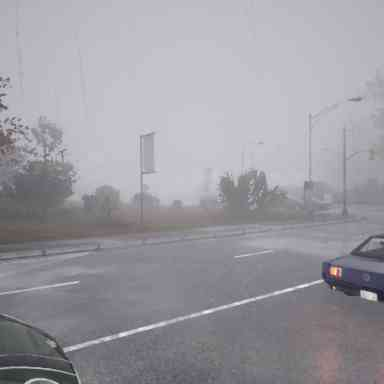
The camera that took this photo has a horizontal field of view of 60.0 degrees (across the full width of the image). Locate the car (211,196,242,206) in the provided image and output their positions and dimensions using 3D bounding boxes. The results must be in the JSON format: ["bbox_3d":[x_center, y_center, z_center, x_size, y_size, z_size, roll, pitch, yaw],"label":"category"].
[{"bbox_3d":[5.070,1.362,49.826,1.895,1.301,4.718,-1,0,-39],"label":"car"}]

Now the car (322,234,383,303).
[{"bbox_3d":[5.010,1.573,7.305,4.718,1.301,1.895,0,0,-35],"label":"car"}]

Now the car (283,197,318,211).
[{"bbox_3d":[10.962,1.291,36.856,1.837,1.490,4.892,-1,0,-39],"label":"car"}]

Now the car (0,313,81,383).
[{"bbox_3d":[-2.873,1.352,1.673,4.553,1.767,2.097,0,0,-36],"label":"car"}]

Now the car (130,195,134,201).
[{"bbox_3d":[-10.139,1.295,63.401,2.128,1.511,4.902,-1,0,-38],"label":"car"}]

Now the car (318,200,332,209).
[{"bbox_3d":[13.595,1.303,39.167,2.033,1.411,5.357,-1,0,-39],"label":"car"}]

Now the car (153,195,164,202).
[{"bbox_3d":[-7.466,1.299,65.664,1.812,1.442,4.674,-1,0,-38],"label":"car"}]

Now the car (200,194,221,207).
[{"bbox_3d":[3.118,1.144,46.661,2.097,1.767,4.553,-1,0,-39],"label":"car"}]
